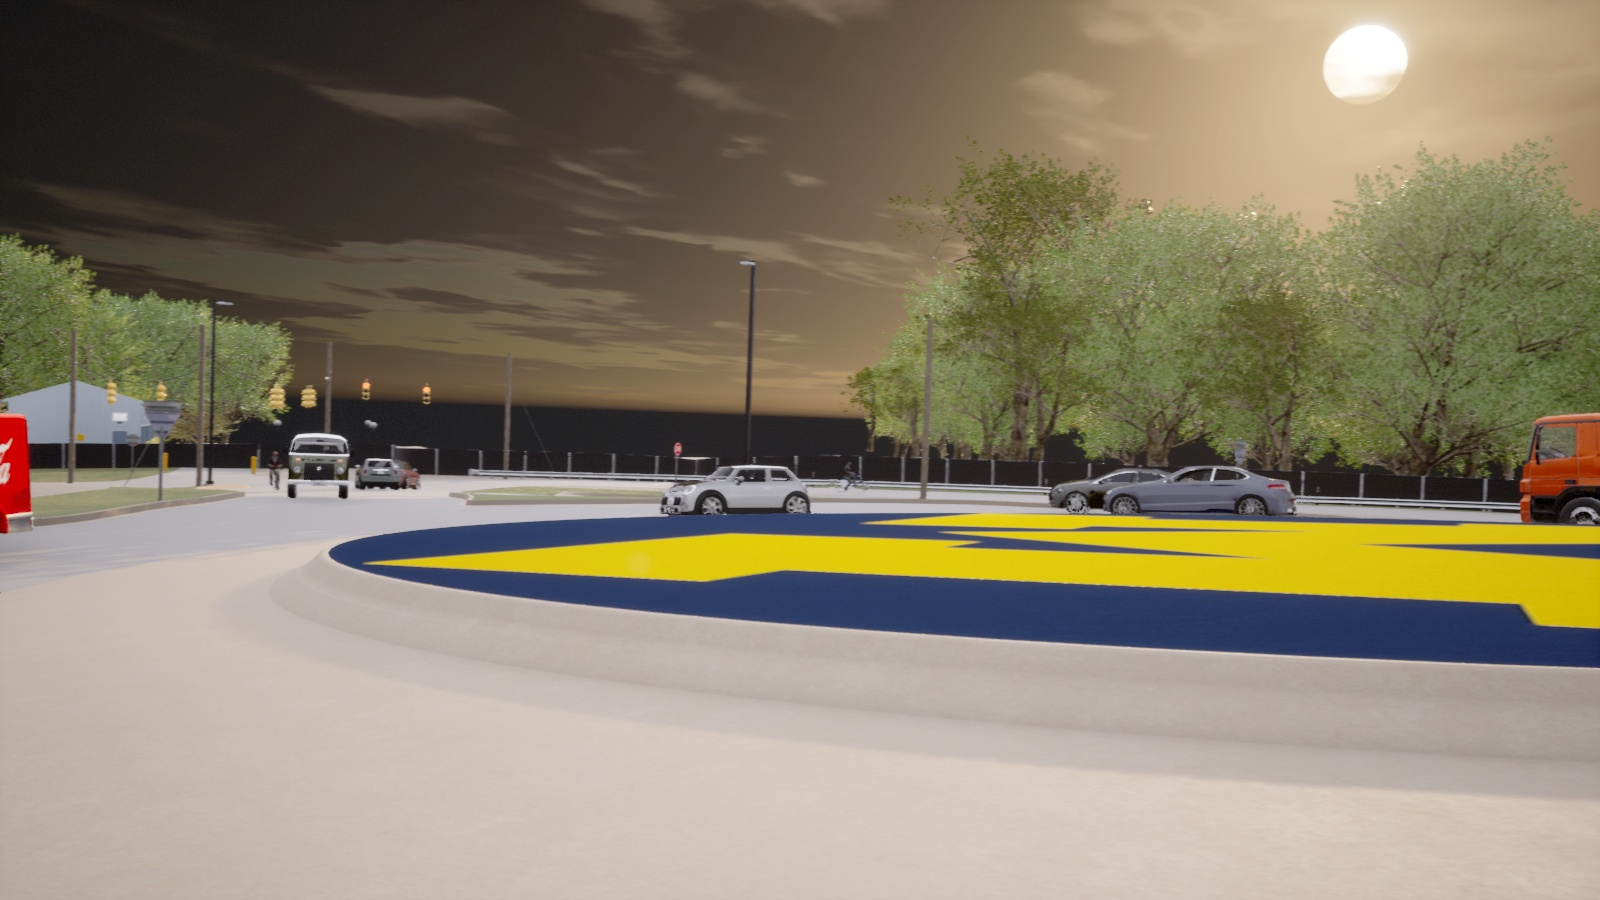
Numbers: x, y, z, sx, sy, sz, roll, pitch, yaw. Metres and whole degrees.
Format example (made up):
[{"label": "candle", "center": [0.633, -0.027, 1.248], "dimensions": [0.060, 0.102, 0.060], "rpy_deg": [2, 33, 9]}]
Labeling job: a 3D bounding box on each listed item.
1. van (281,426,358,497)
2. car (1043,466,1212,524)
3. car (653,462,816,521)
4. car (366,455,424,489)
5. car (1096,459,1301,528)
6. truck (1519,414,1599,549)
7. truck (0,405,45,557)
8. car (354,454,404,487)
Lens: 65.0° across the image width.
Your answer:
[{"label": "van", "center": [-15.125, 0.383, 39.539], "dimensions": [2.069, 2.038, 4.480], "rpy_deg": [2, -2, -21]}, {"label": "car", "center": [10.301, 1.362, 39.452], "dimensions": [4.902, 1.511, 2.128], "rpy_deg": [2, 1, 20]}, {"label": "car", "center": [-1.715, 1.091, 33.208], "dimensions": [3.806, 1.475, 1.970], "rpy_deg": [2, -2, -29]}, {"label": "car", "center": [-22.310, 1.222, 69.368], "dimensions": [2.097, 1.767, 4.553], "rpy_deg": [2, -2, -6]}, {"label": "car", "center": [10.872, 1.187, 34.306], "dimensions": [5.027, 1.651, 2.152], "rpy_deg": [0, -4, 27]}, {"label": "truck", "center": [22.731, 0.805, 31.273], "dimensions": [2.891, 3.462, 7.936], "rpy_deg": [1, -2, -33]}, {"label": "truck", "center": [-14.444, 0.502, 19.092], "dimensions": [2.627, 2.467, 5.204], "rpy_deg": [2, 2, 2]}, {"label": "car", "center": [-20.388, 0.982, 60.764], "dimensions": [1.970, 1.475, 3.806], "rpy_deg": [2, -1, -23]}]
